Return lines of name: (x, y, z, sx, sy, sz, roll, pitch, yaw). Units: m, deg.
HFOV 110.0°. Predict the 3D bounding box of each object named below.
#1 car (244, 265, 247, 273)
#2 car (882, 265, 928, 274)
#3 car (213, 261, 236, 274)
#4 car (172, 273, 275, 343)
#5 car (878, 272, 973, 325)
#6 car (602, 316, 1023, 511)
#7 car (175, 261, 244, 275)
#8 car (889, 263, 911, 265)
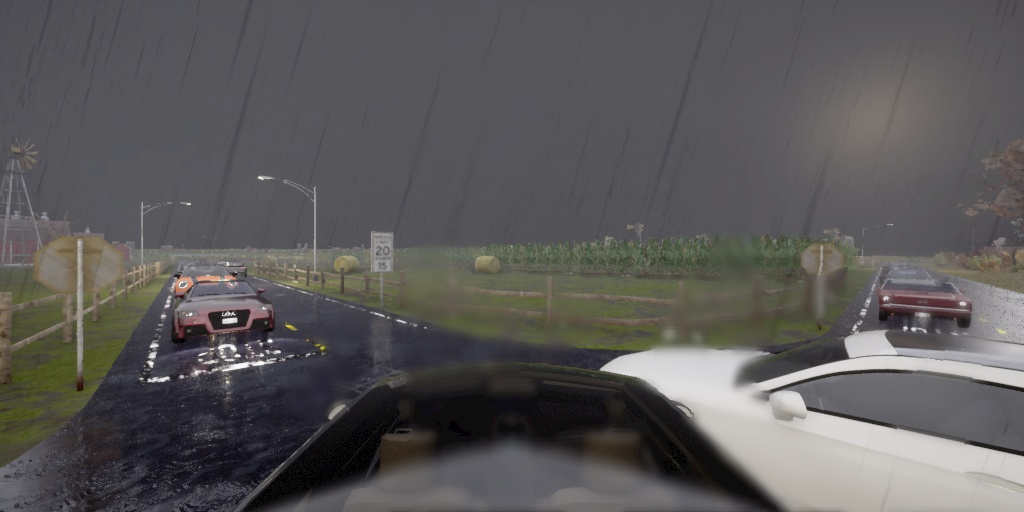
car: (-27.497, 1.311, 35.415, 2.128, 1.511, 4.902, 0, 0, -42)
car: (20.334, 1.368, 18.440, 5.357, 1.411, 2.033, 0, 1, -44)
car: (-34.327, 1.338, 42.774, 1.837, 1.490, 4.892, 0, 0, -42)
car: (-8.081, 1.362, 9.984, 1.994, 1.385, 4.181, 0, 0, -43)
car: (13.353, 1.400, 11.773, 4.718, 1.301, 1.895, 0, 1, -44)
car: (2.808, 1.293, 2.556, 1.812, 1.442, 4.674, 0, 1, -45)
car: (-13.952, 1.152, 16.383, 2.097, 1.767, 4.553, 0, 0, -43)
car: (26.996, 1.408, 24.793, 4.181, 1.385, 1.994, 0, 1, -44)
